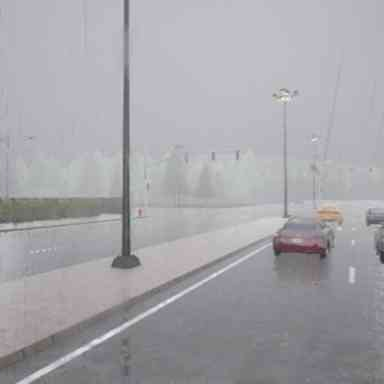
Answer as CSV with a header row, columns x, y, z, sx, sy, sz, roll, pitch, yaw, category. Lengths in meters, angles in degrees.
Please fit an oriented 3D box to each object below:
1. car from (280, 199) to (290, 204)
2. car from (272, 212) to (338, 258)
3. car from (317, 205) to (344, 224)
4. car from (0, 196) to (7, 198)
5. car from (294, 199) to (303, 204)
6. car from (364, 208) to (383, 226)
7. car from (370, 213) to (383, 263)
x,y,z,sx,sy,sz,roll,pitch,yaw,category
25.280,2.583,90.044,1.994,1.385,4.181,0,-1,26,car
4.656,1.722,13.660,1.994,1.385,4.181,0,-1,27,car
11.512,1.792,27.751,1.882,1.535,5.008,0,0,26,car
-44.100,1.995,75.871,5.566,2.045,2.150,0,-1,27,car
28.393,2.561,88.443,1.994,1.385,4.181,0,-1,26,car
14.228,1.885,25.309,1.895,1.301,4.718,0,-1,26,car
7.810,1.700,12.138,1.994,1.385,4.181,0,-1,27,car
